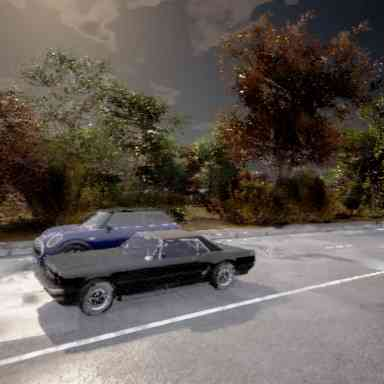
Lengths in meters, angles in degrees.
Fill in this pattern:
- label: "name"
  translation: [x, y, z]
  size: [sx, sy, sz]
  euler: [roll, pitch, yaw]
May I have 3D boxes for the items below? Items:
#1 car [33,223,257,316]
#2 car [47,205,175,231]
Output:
- label: "car"
  translation: [-0.876, 1.570, 7.493]
  size: [4.718, 1.301, 1.895]
  euler: [0, 0, -33]
- label: "car"
  translation: [-2.510, 1.305, 10.545]
  size: [4.553, 1.767, 2.097]
  euler: [1, 0, -33]
